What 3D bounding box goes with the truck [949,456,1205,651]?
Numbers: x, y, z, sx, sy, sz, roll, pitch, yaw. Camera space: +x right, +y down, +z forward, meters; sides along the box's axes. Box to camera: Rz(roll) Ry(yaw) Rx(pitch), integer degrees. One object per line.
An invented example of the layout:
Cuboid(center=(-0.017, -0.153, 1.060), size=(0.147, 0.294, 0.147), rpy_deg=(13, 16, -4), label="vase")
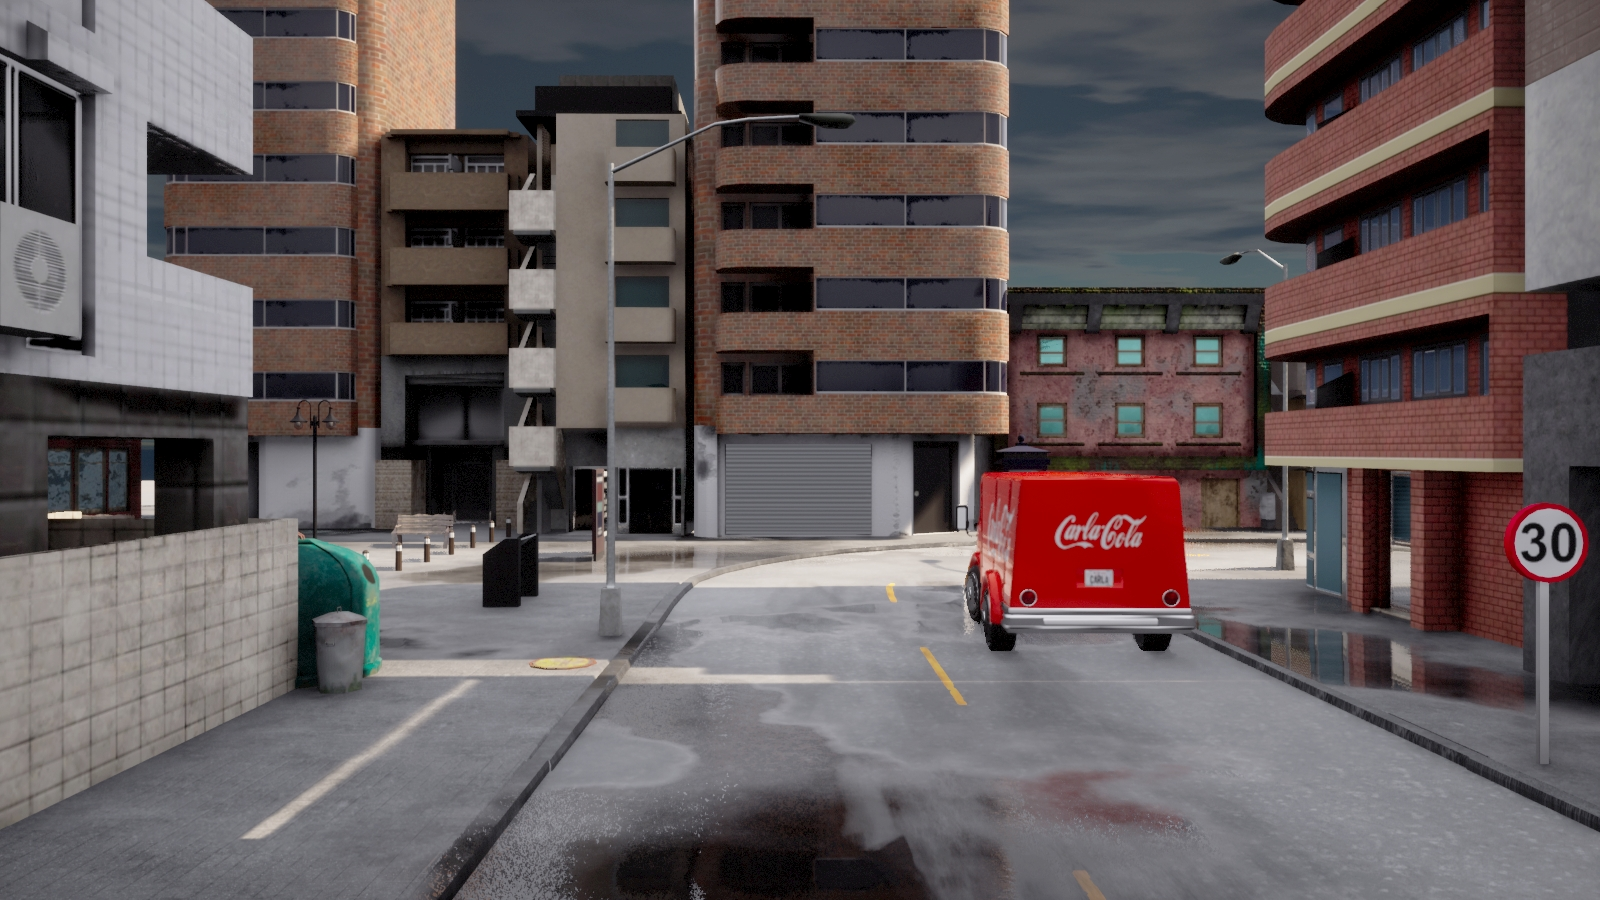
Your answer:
Cuboid(center=(3.866, 1.346, 17.167), size=(2.627, 2.467, 5.204), rpy_deg=(0, -1, 1), label="truck")
